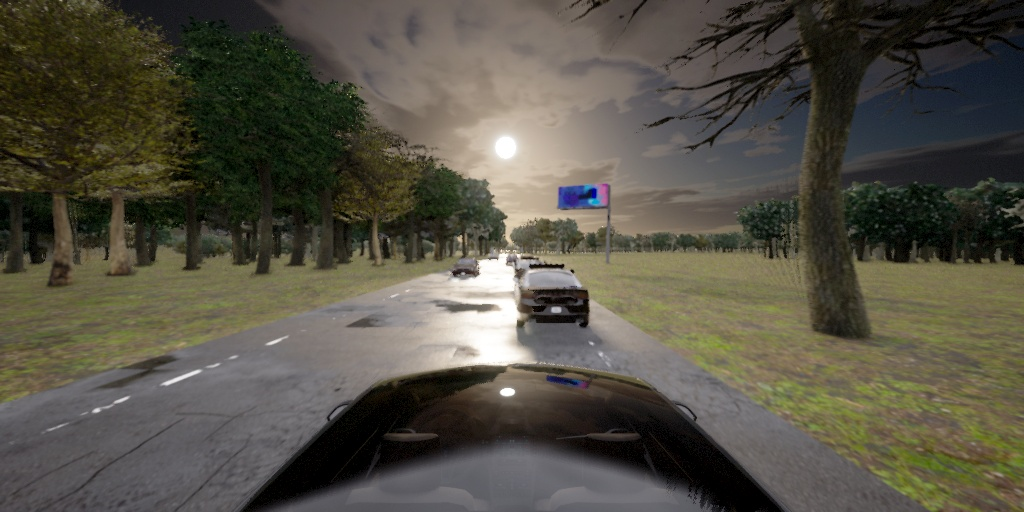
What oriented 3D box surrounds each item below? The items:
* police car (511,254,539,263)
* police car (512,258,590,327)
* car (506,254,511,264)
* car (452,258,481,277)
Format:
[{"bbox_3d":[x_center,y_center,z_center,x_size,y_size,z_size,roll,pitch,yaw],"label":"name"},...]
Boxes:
[{"bbox_3d":[1.047,0.877,21.062,1.930,1.638,5.238,0,1,0],"label":"police car"},{"bbox_3d":[1.049,1.031,11.061,1.930,1.638,5.238,0,1,0],"label":"police car"},{"bbox_3d":[0.050,0.568,53.192,1.895,1.301,4.718,0,1,0],"label":"car"},{"bbox_3d":[-3.591,0.877,29.066,2.033,1.411,5.357,0,1,0],"label":"car"}]
